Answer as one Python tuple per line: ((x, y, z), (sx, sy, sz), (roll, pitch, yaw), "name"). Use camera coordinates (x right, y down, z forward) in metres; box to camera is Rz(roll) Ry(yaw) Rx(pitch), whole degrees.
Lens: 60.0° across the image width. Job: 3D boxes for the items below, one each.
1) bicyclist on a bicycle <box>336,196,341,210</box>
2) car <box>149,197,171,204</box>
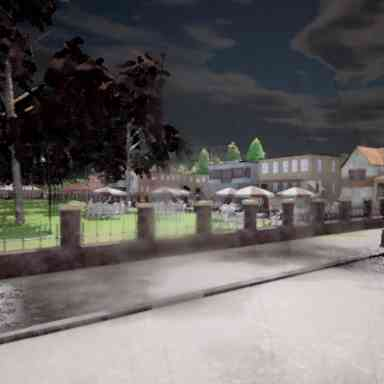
((17.038, 1.276, 38.231), (1.656, 1.620, 0.582), (-1, 0, -35), "bicyclist on a bicycle")
((-5.382, 1.492, 55.355), (2.033, 1.411, 5.357), (0, 0, -35), "car")
